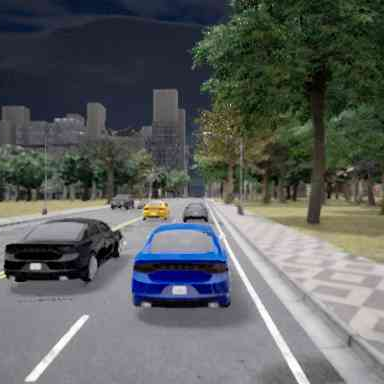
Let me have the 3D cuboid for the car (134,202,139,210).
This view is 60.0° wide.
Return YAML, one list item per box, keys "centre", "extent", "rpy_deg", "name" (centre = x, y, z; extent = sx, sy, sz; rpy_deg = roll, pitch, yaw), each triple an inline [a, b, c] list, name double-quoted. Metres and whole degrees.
- centre: [-5.858, 1.646, 43.478]
  extent: [1.994, 1.385, 4.181]
  rpy_deg: [0, 0, 2]
  name: "car"

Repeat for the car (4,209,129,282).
- centre: [-3.382, 1.480, 9.777]
  extent: [1.882, 1.535, 5.008]
  rpy_deg: [0, 0, 1]
  name: "car"

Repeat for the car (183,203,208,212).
- centre: [0.330, 1.593, 27.164]
  extent: [1.994, 1.385, 4.181]
  rpy_deg: [0, 0, 2]
  name: "car"

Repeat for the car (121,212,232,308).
- centre: [-0.170, 1.478, 8.044]
  extent: [1.882, 1.535, 5.008]
  rpy_deg: [0, 0, 1]
  name: "car"

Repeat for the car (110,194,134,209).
- centre: [-9.092, 1.310, 44.024]
  extent: [2.150, 2.045, 5.566]
  rpy_deg: [0, -1, 2]
  name: "car"

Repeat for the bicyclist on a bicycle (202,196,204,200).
- centre: [3.134, 1.779, 94.522]
  extent: [0.659, 1.776, 1.843]
  rpy_deg: [0, 0, 2]
  name: "bicyclist on a bicycle"

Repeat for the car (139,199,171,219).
- centre: [-2.891, 1.510, 28.129]
  extent: [1.882, 1.535, 5.008]
  rpy_deg: [0, 0, 2]
  name: "car"
